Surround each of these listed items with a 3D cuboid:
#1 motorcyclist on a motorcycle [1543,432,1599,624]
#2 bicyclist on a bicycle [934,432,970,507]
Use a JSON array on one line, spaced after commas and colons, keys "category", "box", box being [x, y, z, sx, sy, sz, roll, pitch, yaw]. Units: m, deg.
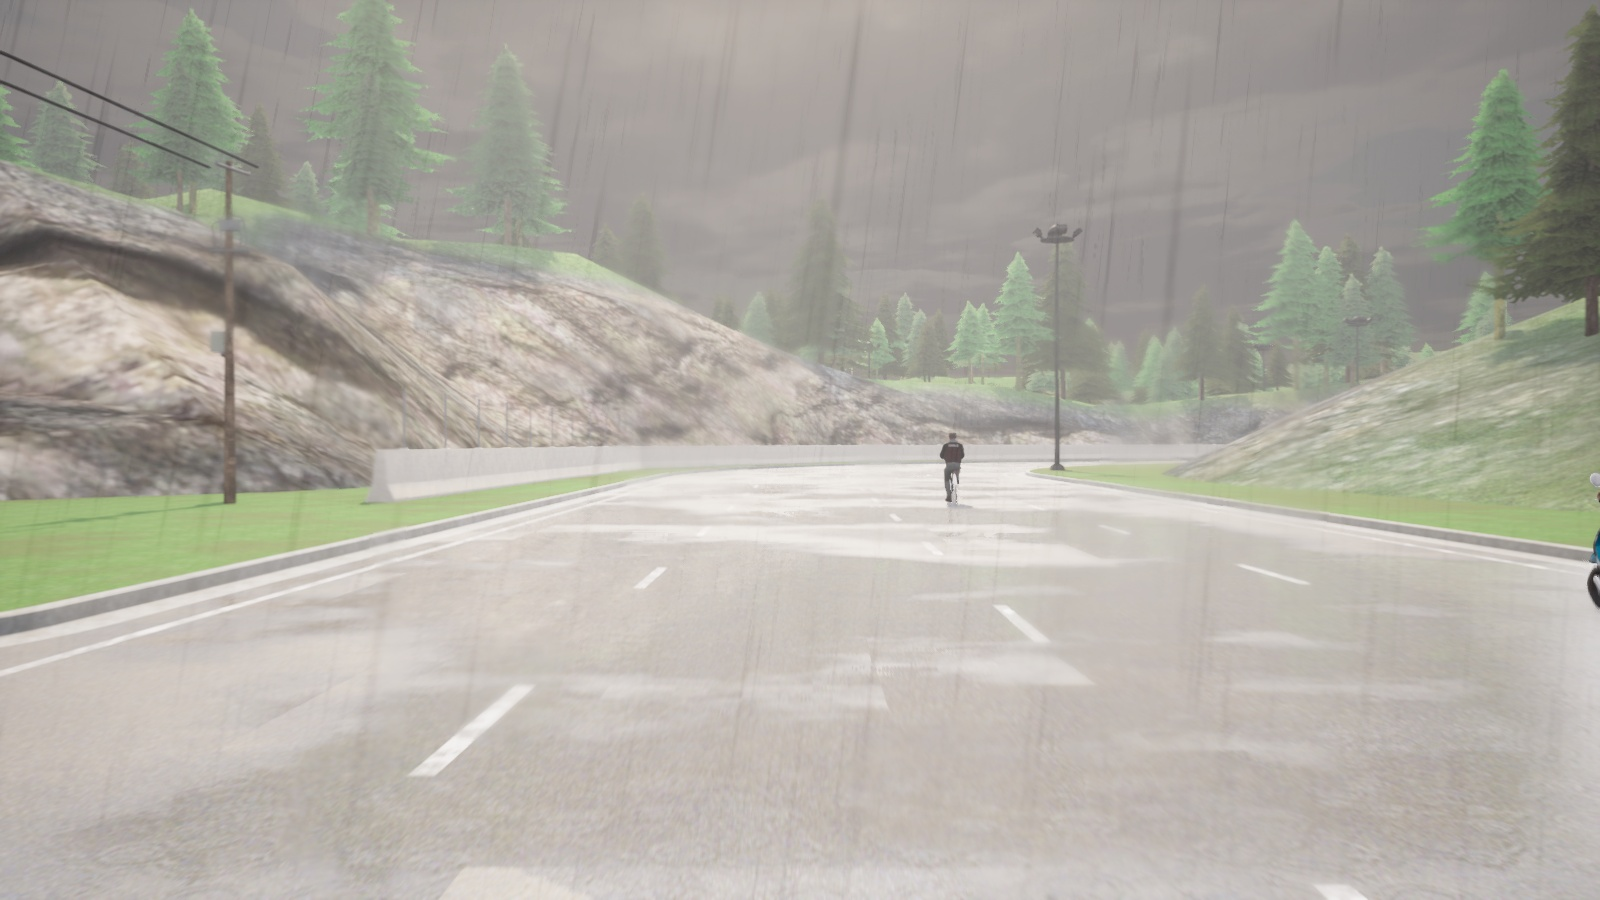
[{"category": "motorcyclist on a motorcycle", "box": [7.075, 0.648, 10.323, 0.866, 1.590, 1.817, 0, 0, 0]}, {"category": "bicyclist on a bicycle", "box": [3.690, 0.449, 30.541, 0.659, 1.776, 1.843, 0, 1, 0]}]
